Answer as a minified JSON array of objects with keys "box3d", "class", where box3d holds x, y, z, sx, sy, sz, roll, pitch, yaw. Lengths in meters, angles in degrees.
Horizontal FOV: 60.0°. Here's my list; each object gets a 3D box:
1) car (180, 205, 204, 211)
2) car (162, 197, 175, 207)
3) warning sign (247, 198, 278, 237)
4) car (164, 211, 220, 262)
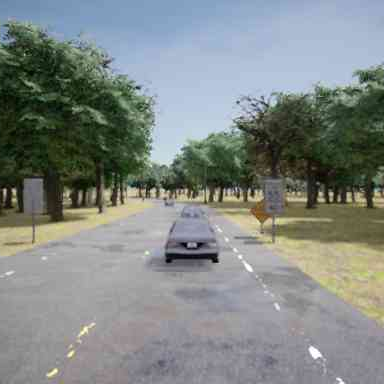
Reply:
[{"box3d":[0.006,1.776,27.504,2.033,1.411,5.357,0,0,0],"class":"car"},{"box3d":[-4.339,2.065,64.376,1.812,1.442,4.674,0,0,-3],"class":"car"},{"box3d":[3.569,1.259,16.912,1.300,1.860,1.060,1,1,0],"class":"warning sign"},{"box3d":[0.007,1.656,12.495,2.033,1.411,5.357,0,0,0],"class":"car"}]
